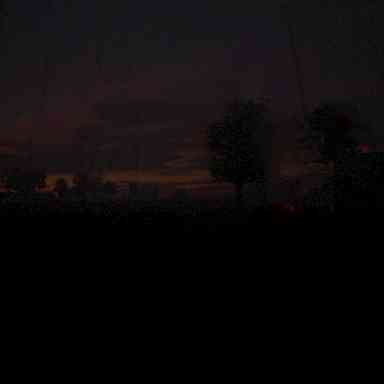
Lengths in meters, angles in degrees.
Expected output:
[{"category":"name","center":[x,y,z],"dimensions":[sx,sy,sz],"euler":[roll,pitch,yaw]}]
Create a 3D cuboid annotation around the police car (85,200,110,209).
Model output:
[{"category":"police car","center":[-18.250,2.352,64.193],"dimensions":[1.930,1.638,5.238],"euler":[-2,-2,36]}]
